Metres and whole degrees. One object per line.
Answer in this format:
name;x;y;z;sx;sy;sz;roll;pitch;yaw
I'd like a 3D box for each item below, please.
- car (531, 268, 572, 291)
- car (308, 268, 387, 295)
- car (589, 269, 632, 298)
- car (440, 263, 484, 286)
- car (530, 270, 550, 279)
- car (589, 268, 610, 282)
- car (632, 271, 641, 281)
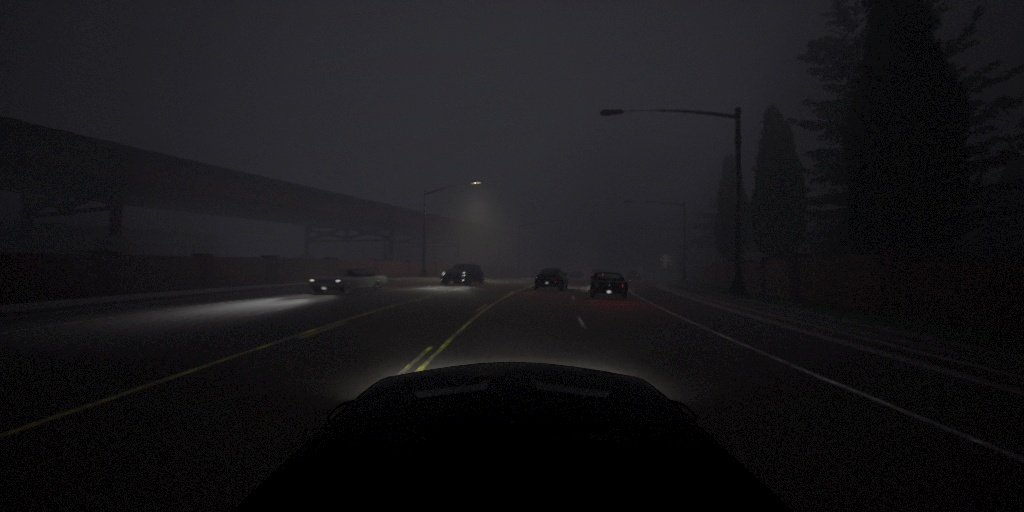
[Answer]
car;2.754;1.551;24.479;1.812;1.442;4.674;0;-2;15
car;-8.998;1.349;20.023;1.895;1.301;4.718;1;-1;10
car;5.394;1.567;20.306;1.895;1.301;4.718;1;-1;12
car;-3.760;1.364;27.841;2.097;1.767;4.553;1;-2;15
car;4.674;3.075;59.544;1.994;1.385;4.181;0;-3;25
car;12.454;2.676;50.949;2.097;1.767;4.553;0;-3;24
car;20.173;3.249;59.637;2.097;1.767;4.553;0;-3;24
